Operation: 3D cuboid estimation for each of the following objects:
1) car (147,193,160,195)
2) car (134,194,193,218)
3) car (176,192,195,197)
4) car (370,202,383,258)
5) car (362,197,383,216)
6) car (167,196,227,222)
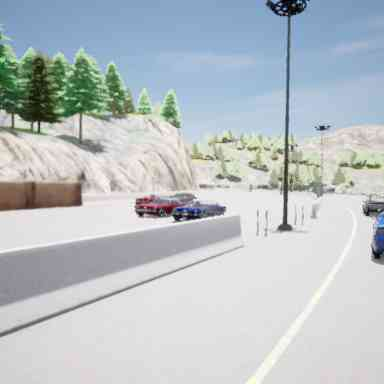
[{"bbox_3d":[-4.109,0.822,35.604,1.895,1.301,4.718,1,1,24],"label":"car"},{"bbox_3d":[-2.074,1.085,23.903,1.895,1.301,4.718,1,1,27],"label":"car"},{"bbox_3d":[-0.972,0.804,34.055,1.837,1.490,4.892,1,1,24],"label":"car"},{"bbox_3d":[7.379,1.339,11.552,1.882,1.535,5.008,1,1,29],"label":"car"},{"bbox_3d":[15.303,1.143,27.542,2.128,1.511,4.902,1,1,24],"label":"car"},{"bbox_3d":[0.573,1.171,21.408,1.895,1.301,4.718,1,1,27],"label":"car"}]
